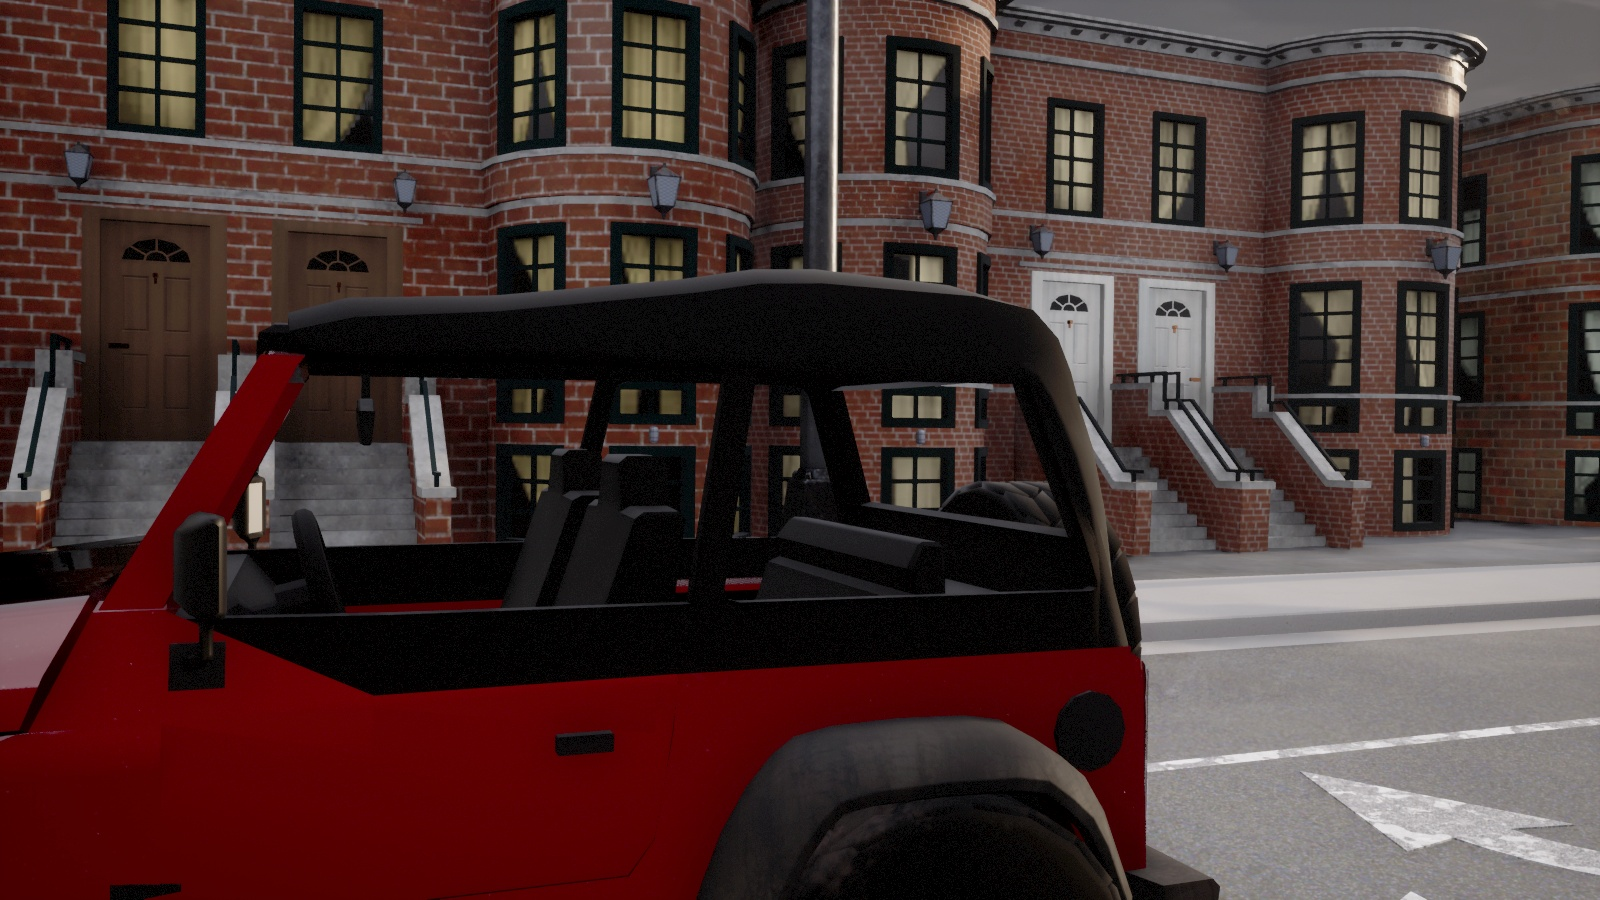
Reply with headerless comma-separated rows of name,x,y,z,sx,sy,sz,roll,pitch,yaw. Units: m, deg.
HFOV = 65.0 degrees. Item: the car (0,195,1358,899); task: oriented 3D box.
car,-0.955,0.557,2.881,3.866,1.878,1.905,-1,1,-21
